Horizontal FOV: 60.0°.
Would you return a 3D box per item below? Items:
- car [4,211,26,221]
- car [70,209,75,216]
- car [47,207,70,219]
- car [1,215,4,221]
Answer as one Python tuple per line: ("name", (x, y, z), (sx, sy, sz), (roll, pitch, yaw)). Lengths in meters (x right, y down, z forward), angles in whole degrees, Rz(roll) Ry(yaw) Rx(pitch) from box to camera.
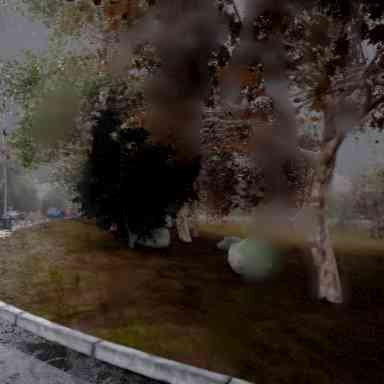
("car", (-23.592, 3.181, 44.072), (1.994, 1.385, 4.181), (-1, -4, -11))
("car", (-24.006, 4.303, 64.463), (2.150, 2.045, 5.566), (-1, -4, -10))
("car", (-21.994, 3.551, 54.234), (2.150, 2.045, 5.566), (-1, -4, -11))
("car", (-21.588, 2.063, 33.825), (2.150, 2.045, 5.566), (-1, -4, -11))
